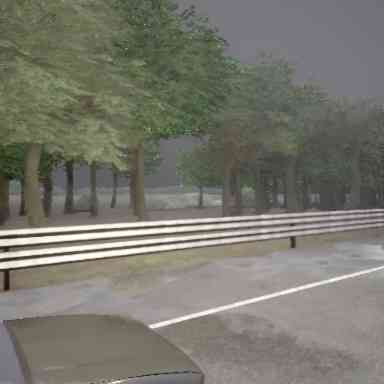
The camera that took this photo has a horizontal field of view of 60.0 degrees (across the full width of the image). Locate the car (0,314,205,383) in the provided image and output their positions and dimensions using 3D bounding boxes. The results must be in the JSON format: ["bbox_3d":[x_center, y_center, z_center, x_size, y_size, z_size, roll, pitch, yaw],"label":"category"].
[{"bbox_3d":[-2.423,1.544,2.007,5.357,1.411,2.033,0,0,-35],"label":"car"}]
